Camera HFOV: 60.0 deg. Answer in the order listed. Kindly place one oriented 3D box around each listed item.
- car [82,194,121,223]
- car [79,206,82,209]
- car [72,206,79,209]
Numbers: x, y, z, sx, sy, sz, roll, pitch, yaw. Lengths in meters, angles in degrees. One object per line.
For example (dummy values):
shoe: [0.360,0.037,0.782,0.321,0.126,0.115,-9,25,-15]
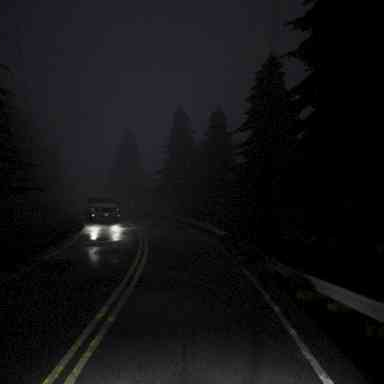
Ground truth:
car: [-7.104,1.225,26.246,2.150,2.045,5.566,2,0,-22]
car: [-12.008,1.579,41.673,2.033,1.411,5.357,3,-2,-34]
car: [-22.426,3.497,65.678,1.837,1.490,4.892,0,-9,4]
